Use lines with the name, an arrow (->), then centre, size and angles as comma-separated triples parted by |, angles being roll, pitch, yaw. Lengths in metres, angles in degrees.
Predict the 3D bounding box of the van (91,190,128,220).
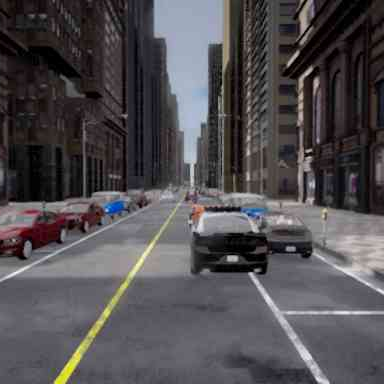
van -> -5.777, 0.877, 22.677 | 1.690, 1.788, 3.998 | 0, 1, 0

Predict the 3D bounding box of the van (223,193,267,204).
van -> 2.752, 0.990, 17.076 | 1.690, 1.788, 3.998 | 0, 1, 0

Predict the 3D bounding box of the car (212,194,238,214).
car -> 2.744, 0.944, 28.486 | 1.752, 1.417, 4.829 | 0, 1, 0

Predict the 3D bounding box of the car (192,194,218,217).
car -> 0.883, 0.978, 25.825 | 1.837, 1.490, 4.892 | 0, 1, 0

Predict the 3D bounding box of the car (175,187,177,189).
car -> -5.825, -0.261, 90.088 | 1.887, 1.381, 4.507 | 0, 1, 0

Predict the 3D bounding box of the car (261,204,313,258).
car -> 2.755, 1.314, 11.463 | 2.008, 1.369, 4.403 | 0, 1, 0

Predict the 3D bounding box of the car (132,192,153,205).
car -> -5.789, 0.723, 39.362 | 1.752, 1.417, 4.829 | 0, 1, 0

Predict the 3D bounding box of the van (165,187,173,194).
van -> -5.821, -0.354, 84.467 | 1.690, 1.788, 3.998 | 0, 1, 0

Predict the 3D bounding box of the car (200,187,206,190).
car -> 2.720, 0.313, 62.022 | 1.947, 1.339, 4.313 | 0, 1, 0

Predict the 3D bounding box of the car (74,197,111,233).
car -> -5.773, 1.194, 17.063 | 1.887, 1.381, 4.507 | 0, 1, 0

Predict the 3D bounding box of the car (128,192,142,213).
car -> -5.781, 0.973, 28.298 | 2.008, 1.369, 4.403 | 0, 1, 0

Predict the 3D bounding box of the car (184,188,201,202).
car -> -0.013, 0.578, 46.618 | 1.812, 1.442, 4.674 | 0, 1, 0

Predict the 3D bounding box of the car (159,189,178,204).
car -> -3.078, 0.666, 42.186 | 1.812, 1.442, 4.674 | 0, 1, 0

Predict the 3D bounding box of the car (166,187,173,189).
car -> -5.813, 0.108, 73.237 | 1.802, 1.307, 4.206 | 0, 1, 0

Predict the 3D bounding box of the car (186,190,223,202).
car -> 0.887, 0.945, 19.793 | 2.097, 1.767, 4.553 | 0, 1, 0

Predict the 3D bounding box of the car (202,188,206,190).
car -> 2.728, 0.490, 50.956 | 1.752, 1.417, 4.829 | 0, 1, 0

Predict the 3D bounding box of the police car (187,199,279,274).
police car -> 0.894, 1.219, 9.937 | 1.930, 1.638, 5.238 | 0, 1, 0

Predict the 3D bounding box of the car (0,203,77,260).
car -> -5.770, 1.308, 11.446 | 1.887, 1.381, 4.507 | 0, 1, 0

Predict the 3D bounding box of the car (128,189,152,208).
car -> -5.785, 0.623, 33.911 | 2.192, 1.841, 5.009 | 0, 1, 0

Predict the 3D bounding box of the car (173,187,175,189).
car -> -5.817, -0.019, 78.854 | 1.947, 1.339, 4.313 | 0, 1, 0

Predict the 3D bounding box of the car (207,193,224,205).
car -> 2.736, 0.776, 39.552 | 1.802, 1.307, 4.206 | 0, 1, 0
